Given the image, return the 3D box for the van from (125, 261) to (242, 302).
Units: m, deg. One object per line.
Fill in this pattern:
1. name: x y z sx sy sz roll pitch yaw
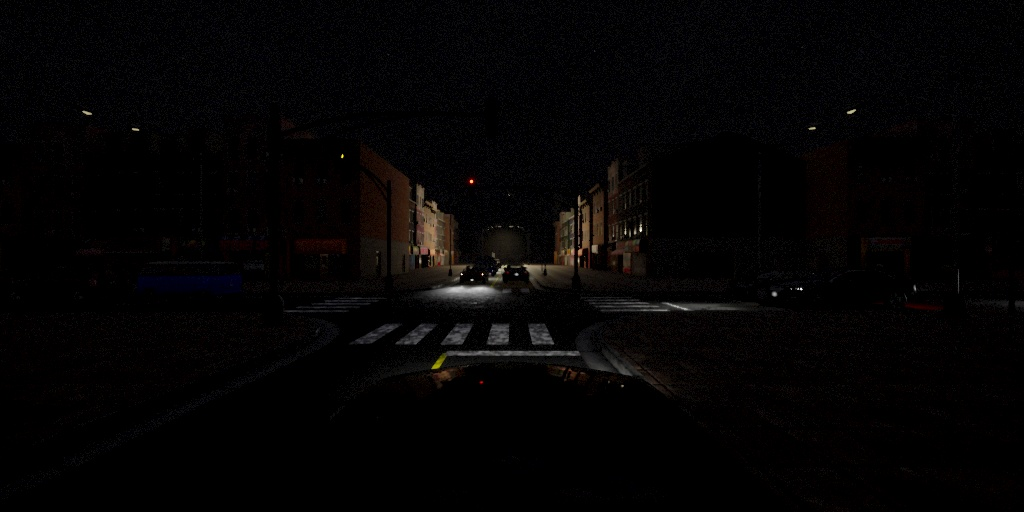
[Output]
1. van: -14.711 1.124 16.411 3.998 1.789 1.690 0 0 0

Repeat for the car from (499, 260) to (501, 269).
1. car: -2.742 1.284 47.310 1.837 1.490 4.892 0 0 0

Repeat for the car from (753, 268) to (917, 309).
1. car: 12.659 1.203 13.948 4.902 1.511 2.128 0 0 0

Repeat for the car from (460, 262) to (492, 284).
1. car: -2.794 1.365 27.295 1.895 1.301 4.718 0 0 0

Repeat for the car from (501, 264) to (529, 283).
1. car: 0.293 1.329 28.557 1.994 1.385 4.181 0 0 -1

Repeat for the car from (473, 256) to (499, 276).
1. car: -2.775 0.993 37.161 2.150 2.045 5.566 0 0 0

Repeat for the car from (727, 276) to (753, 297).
1. car: 12.291 1.267 16.480 4.403 1.370 2.007 0 0 0

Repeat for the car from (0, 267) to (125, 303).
1. car: -20.186 1.239 16.397 4.097 1.591 1.967 0 0 0

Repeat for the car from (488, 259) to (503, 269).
1. car: -2.676 1.288 57.705 2.128 1.511 4.902 0 0 1
